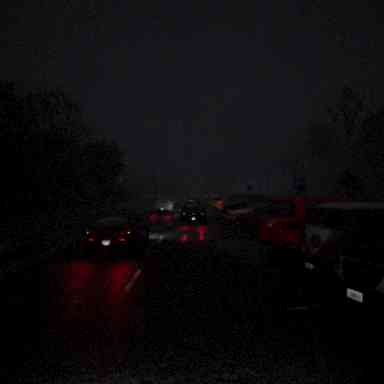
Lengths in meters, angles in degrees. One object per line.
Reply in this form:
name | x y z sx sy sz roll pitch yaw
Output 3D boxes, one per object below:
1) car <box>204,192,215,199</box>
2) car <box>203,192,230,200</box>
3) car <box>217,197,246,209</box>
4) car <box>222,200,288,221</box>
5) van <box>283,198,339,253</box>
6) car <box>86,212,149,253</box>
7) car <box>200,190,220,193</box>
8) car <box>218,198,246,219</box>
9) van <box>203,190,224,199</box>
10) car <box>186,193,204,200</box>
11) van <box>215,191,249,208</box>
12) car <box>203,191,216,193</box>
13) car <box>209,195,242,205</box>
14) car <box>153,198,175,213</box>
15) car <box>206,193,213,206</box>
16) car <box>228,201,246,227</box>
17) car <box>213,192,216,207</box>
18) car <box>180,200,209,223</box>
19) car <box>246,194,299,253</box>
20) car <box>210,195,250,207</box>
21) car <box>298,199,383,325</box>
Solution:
car | 4.905 1.149 47.676 5.366 1.575 1.946 0 1 -20
car | 5.255 0.888 71.662 5.366 1.575 1.946 1 0 -20
car | 5.070 1.433 29.842 4.674 1.452 2.002 1 0 -20
car | 5.101 1.453 26.870 4.792 1.488 2.163 1 0 -20
van | 4.966 1.261 8.901 4.442 1.987 1.878 1 0 -20
car | -2.898 1.521 13.525 1.812 1.442 4.674 0 0 0
car | 5.109 0.720 62.663 5.566 2.045 2.435 1 0 -20
car | 4.902 1.438 23.800 5.366 1.575 1.946 1 1 -20
van | 4.977 0.615 77.517 4.442 1.987 1.878 1 1 -20
car | 0.107 1.230 42.508 2.128 1.511 4.902 0 1 0
van | 4.970 1.137 32.771 4.442 1.987 1.878 1 1 -20
car | 5.089 1.005 59.664 4.892 1.521 2.231 1 1 -20
car | 5.074 1.153 50.725 4.674 1.452 2.002 1 1 -20
car | -2.894 1.379 34.392 1.812 1.442 4.674 0 1 0
car | 4.903 1.238 41.710 5.366 1.575 1.946 0 1 -20
car | 5.046 1.490 20.873 4.792 1.488 2.163 1 1 -20
car | 5.048 1.200 35.799 4.553 1.767 2.185 0 1 -20
car | 0.104 1.544 25.287 1.895 1.301 4.718 0 0 0
car | 5.101 1.236 11.944 5.566 2.045 2.435 1 0 -20
car | 5.104 1.227 44.772 4.792 1.488 2.163 0 1 -20
car | 5.049 1.237 5.948 5.566 2.045 2.435 1 0 -20
